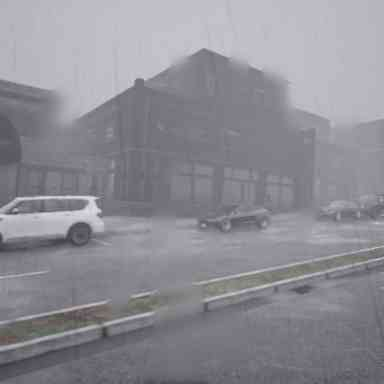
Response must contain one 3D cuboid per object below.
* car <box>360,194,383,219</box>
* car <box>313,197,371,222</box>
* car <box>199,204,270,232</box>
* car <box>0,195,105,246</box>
[{"bbox_3d":[16.059,1.191,29.539,5.566,2.045,2.435,0,0,-36],"label":"car"},{"bbox_3d":[11.603,1.439,26.331,4.892,1.521,2.231,0,0,-36],"label":"car"},{"bbox_3d":[2.602,1.459,19.856,4.792,1.488,2.163,0,0,-36],"label":"car"},{"bbox_3d":[-6.360,1.170,13.398,5.566,2.045,2.435,0,0,-36],"label":"car"}]
